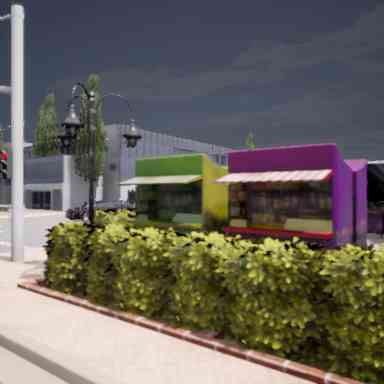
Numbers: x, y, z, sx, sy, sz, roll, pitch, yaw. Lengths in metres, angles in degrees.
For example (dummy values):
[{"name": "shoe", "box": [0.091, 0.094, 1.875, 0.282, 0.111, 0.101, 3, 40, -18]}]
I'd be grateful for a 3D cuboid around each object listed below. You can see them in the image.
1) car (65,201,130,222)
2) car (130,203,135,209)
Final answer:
[{"name": "car", "box": [-7.687, 1.499, 26.716, 1.882, 1.535, 5.008, 0, 0, 37]}, {"name": "car", "box": [-7.496, 1.572, 32.791, 2.033, 1.411, 5.357, 0, 0, 37]}]
